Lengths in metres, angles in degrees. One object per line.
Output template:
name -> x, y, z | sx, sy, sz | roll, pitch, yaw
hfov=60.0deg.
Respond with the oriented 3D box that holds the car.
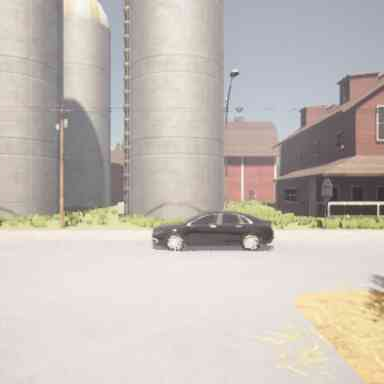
car -> 0.830, 1.516, 13.411 | 4.892, 1.490, 1.837 | 0, 0, 0
